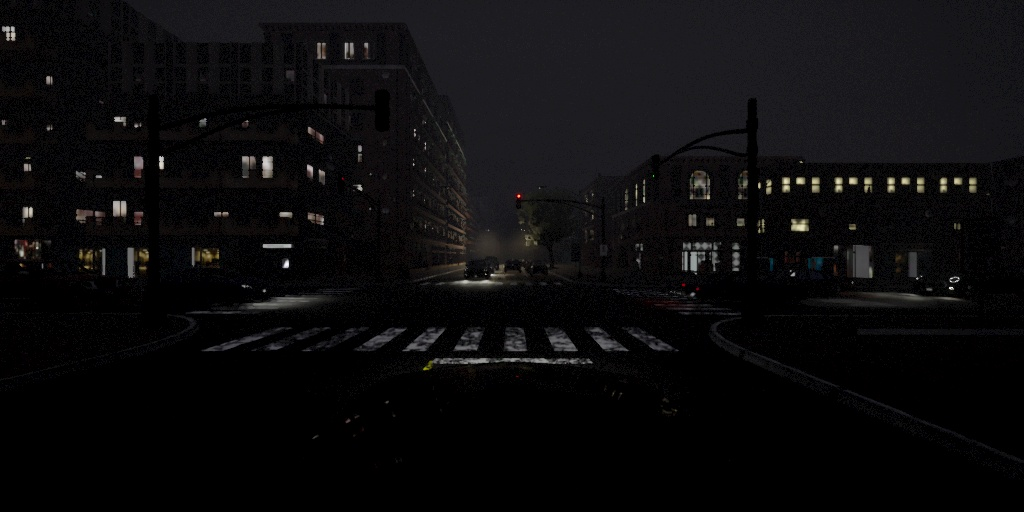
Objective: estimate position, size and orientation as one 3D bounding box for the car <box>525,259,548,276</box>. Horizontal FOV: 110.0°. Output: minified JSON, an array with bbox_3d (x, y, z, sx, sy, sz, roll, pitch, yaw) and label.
[{"bbox_3d":[2.709,1.328,36.812,2.007,1.370,4.403,0,0,0],"label":"car"}]

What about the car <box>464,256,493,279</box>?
[{"bbox_3d":[-3.056,1.123,32.274,2.097,1.767,4.553,0,0,-1],"label":"car"}]

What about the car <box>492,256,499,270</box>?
[{"bbox_3d":[-3.063,1.026,53.204,2.150,2.045,5.566,0,0,1],"label":"car"}]

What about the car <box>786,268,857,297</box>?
[{"bbox_3d":[15.033,1.371,19.105,5.357,1.411,2.033,0,0,0],"label":"car"}]

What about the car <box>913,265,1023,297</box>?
[{"bbox_3d":[24.533,1.218,19.166,4.553,1.767,2.097,0,0,0],"label":"car"}]

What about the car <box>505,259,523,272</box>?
[{"bbox_3d":[0.118,1.148,47.330,2.097,1.767,4.553,0,0,1],"label":"car"}]

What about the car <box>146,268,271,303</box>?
[{"bbox_3d":[-13.200,1.238,15.718,4.674,1.442,1.812,0,0,0],"label":"car"}]

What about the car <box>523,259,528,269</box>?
[{"bbox_3d":[2.712,1.226,42.509,1.967,1.591,4.097,0,0,0],"label":"car"}]

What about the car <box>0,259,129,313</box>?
[{"bbox_3d":[-17.270,1.013,13.103,5.009,1.841,2.192,0,0,0],"label":"car"}]

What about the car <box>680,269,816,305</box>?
[{"bbox_3d":[10.193,1.405,15.873,4.718,1.301,1.895,0,0,0],"label":"car"}]

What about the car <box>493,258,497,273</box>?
[{"bbox_3d":[-3.077,1.312,42.572,1.812,1.442,4.674,0,0,0],"label":"car"}]
